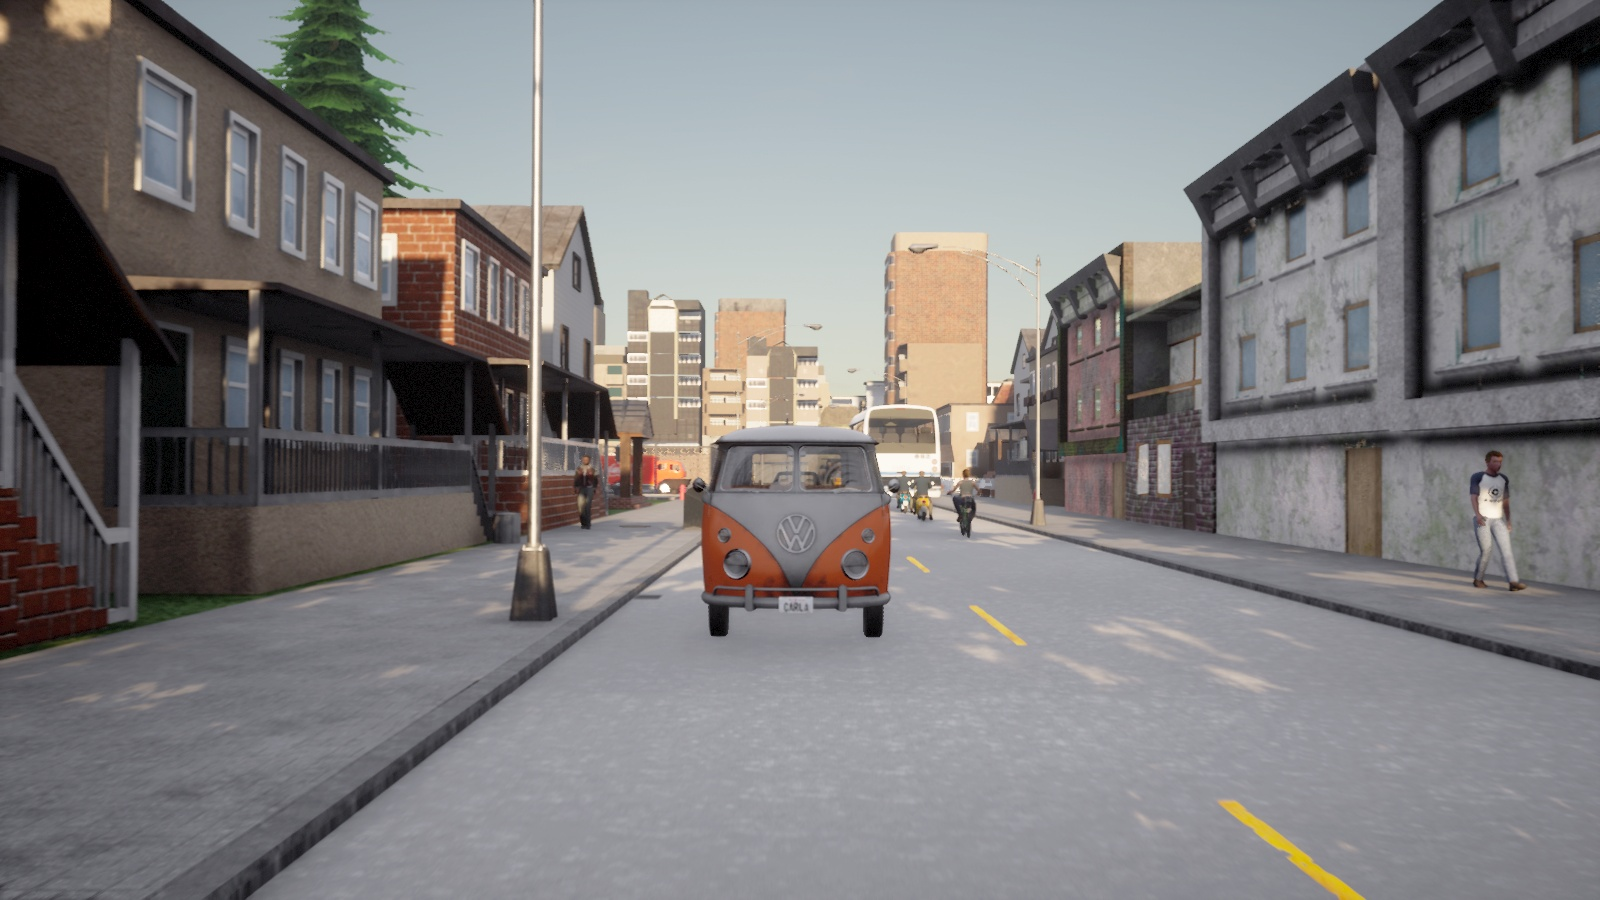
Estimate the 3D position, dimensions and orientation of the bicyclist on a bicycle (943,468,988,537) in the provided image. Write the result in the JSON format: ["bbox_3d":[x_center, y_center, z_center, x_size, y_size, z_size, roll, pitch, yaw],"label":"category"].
[{"bbox_3d":[3.945,1.235,30.009,0.866,1.612,1.509,0,-1,0],"label":"bicyclist on a bicycle"}]

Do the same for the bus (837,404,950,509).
[{"bbox_3d":[3.925,0.354,55.997,3.944,4.253,10.273,0,-1,-2],"label":"bus"}]

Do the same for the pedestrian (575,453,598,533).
[{"bbox_3d":[-5.200,1.053,30.642,0.402,1.930,0.666,0,-1,5],"label":"pedestrian"}]

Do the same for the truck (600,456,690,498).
[{"bbox_3d":[-9.396,1.636,76.523,5.204,2.467,2.627,0,-1,0],"label":"truck"}]

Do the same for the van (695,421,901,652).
[{"bbox_3d":[-0.026,0.786,13.076,1.775,1.987,4.442,0,-1,0],"label":"van"}]

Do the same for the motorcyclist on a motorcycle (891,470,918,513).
[{"bbox_3d":[3.918,1.538,47.191,0.866,1.590,1.817,0,-1,0],"label":"motorcyclist on a motorcycle"}]

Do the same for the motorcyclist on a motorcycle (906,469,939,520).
[{"bbox_3d":[3.927,1.425,40.404,0.866,1.590,1.817,0,-1,0],"label":"motorcyclist on a motorcycle"}]

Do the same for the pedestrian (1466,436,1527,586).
[{"bbox_3d":[8.732,0.753,15.768,0.354,1.836,0.706,0,-1,1],"label":"pedestrian"}]
